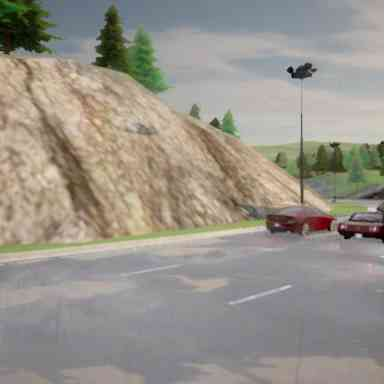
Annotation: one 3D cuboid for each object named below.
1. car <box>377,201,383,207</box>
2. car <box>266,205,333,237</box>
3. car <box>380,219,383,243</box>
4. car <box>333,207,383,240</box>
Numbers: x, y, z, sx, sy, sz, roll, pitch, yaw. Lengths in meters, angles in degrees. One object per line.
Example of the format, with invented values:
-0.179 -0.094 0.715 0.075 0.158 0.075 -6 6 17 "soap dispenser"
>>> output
18.957 1.520 31.732 1.994 1.385 4.181 0 0 38 "car"
6.007 1.469 18.037 5.008 1.535 1.882 0 0 -43 "car"
8.071 1.528 10.423 5.357 1.411 2.033 0 0 -42 "car"
8.812 1.582 15.849 4.718 1.301 1.895 0 0 -43 "car"
